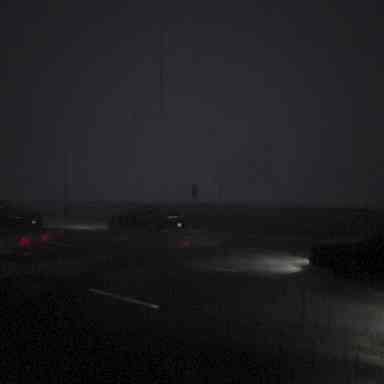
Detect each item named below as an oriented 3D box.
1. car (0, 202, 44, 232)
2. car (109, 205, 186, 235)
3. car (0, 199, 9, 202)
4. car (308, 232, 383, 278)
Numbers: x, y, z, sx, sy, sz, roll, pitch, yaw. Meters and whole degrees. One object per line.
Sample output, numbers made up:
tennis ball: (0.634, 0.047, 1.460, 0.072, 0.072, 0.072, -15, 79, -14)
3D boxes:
car: (-10.957, 1.546, 20.406, 4.674, 1.442, 1.812, 0, 0, 36)
car: (-2.628, 1.504, 18.766, 4.902, 1.511, 2.128, 0, 0, 35)
car: (-17.774, 1.383, 29.568, 4.553, 1.767, 2.097, 0, 0, 36)
car: (5.856, 1.547, 8.412, 5.357, 1.411, 2.033, 0, 0, 36)
